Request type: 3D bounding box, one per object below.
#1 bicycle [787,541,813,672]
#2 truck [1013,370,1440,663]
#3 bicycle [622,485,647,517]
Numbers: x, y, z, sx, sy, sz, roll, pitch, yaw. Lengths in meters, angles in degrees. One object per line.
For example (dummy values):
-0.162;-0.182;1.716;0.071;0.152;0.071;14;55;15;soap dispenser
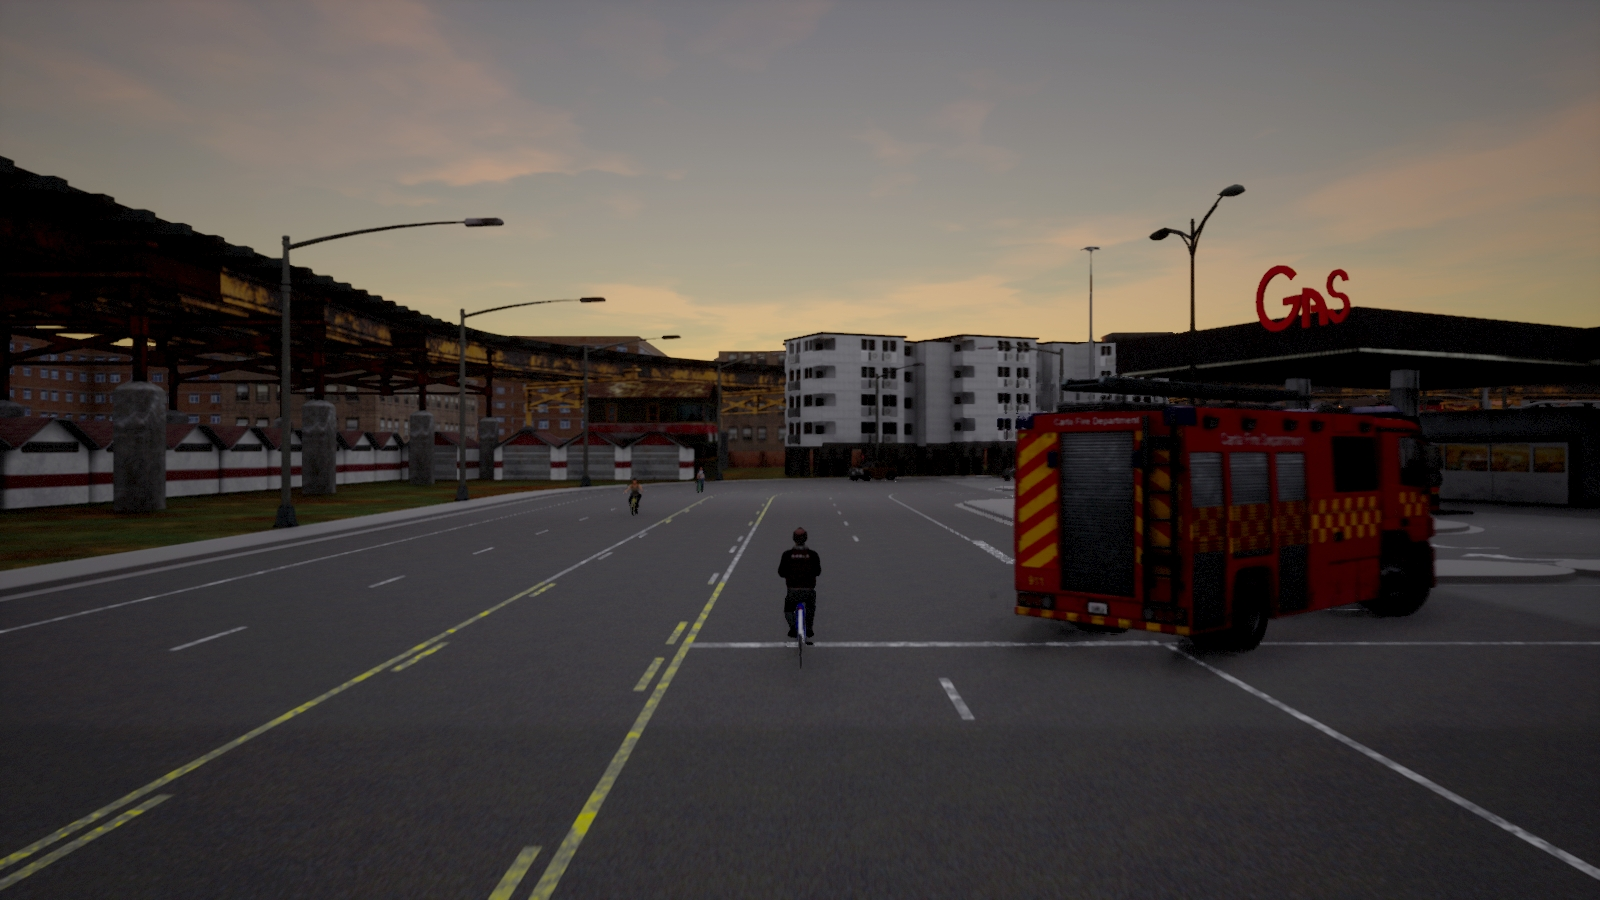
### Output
-0.002;2.043;15.272;0.329;1.496;1.835;0;0;0;bicycle
7.344;0.884;18.827;8.468;3.827;2.891;0;0;-41;truck
-6.997;2.133;48.309;0.859;1.301;1.487;0;0;0;bicycle
